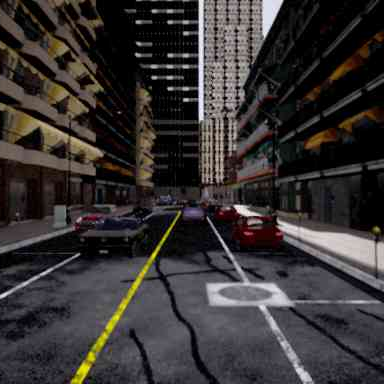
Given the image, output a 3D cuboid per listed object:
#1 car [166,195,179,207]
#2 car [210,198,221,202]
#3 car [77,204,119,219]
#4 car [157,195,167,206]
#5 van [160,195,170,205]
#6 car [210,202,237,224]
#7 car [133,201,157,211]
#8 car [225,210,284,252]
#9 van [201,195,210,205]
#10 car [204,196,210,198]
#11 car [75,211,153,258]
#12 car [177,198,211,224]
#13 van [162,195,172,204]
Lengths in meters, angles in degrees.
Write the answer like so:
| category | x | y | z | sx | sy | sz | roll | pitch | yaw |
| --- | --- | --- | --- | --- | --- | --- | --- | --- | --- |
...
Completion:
| category | x | y | z | sx | sy | sz | roll | pitch | yaw |
| --- | --- | --- | --- | --- | --- | --- | --- | --- | --- |
| car | -2.775 | 1.656 | 56.160 | 2.128 | 1.511 | 4.902 | 0 | 0 | 0 |
| car | 2.589 | 1.657 | 36.482 | 1.947 | 1.339 | 4.313 | 0 | 0 | 0 |
| car | -5.299 | 1.484 | 19.410 | 1.967 | 1.590 | 4.097 | 0 | 0 | 0 |
| car | -5.278 | 1.618 | 59.239 | 1.967 | 1.590 | 4.097 | 0 | 0 | 0 |
| van | -5.275 | 1.545 | 64.929 | 1.690 | 1.788 | 3.998 | 0 | 0 | 0 |
| car | 2.583 | 1.640 | 25.102 | 1.802 | 1.307 | 4.206 | 0 | 0 | 0 |
| car | -5.291 | 1.657 | 36.479 | 1.947 | 1.339 | 4.313 | 0 | 0 | 0 |
| car | 2.577 | 1.611 | 13.723 | 1.802 | 1.307 | 4.206 | 0 | 0 | 0 |
| van | 2.606 | 1.545 | 64.930 | 1.690 | 1.788 | 3.998 | 0 | 0 | 0 |
| car | 2.593 | 1.636 | 42.342 | 1.752 | 1.417 | 4.829 | 0 | 0 | 0 |
| car | -2.844 | 1.629 | 12.933 | 1.895 | 1.301 | 4.718 | 0 | 0 | 0 |
| car | 0.115 | 1.488 | 25.702 | 2.033 | 1.649 | 4.856 | 0 | 0 | 0 |
| van | -5.272 | 1.572 | 70.619 | 1.690 | 1.788 | 3.998 | 0 | 0 | 0 |
